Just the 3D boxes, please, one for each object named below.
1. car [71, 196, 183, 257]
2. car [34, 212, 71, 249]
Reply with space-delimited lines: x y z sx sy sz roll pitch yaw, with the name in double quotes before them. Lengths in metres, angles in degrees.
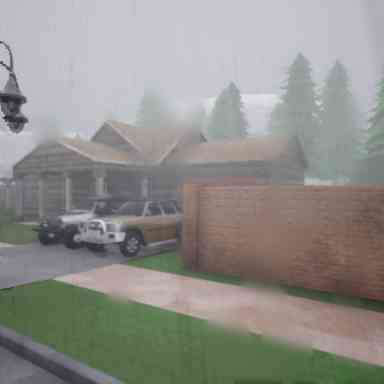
"car" -1.761 1.108 12.199 1.932 1.855 4.605 0 0 35
"car" -4.049 1.100 13.311 1.905 1.878 3.866 0 0 35
